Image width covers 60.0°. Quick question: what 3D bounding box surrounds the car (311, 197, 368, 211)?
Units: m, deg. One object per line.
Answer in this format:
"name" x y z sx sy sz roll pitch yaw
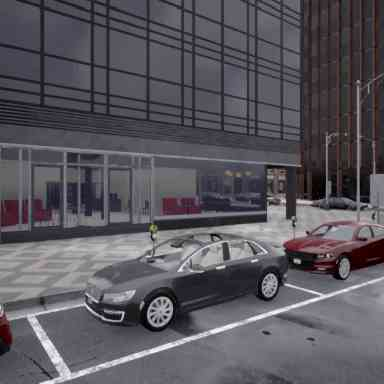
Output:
"car" 14.916 1.203 33.781 2.033 1.411 5.357 0 1 -41

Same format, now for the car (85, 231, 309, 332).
"car" 0.106 1.551 6.729 4.403 1.369 2.008 0 0 -36

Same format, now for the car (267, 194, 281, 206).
"car" 8.985 0.961 42.144 1.837 1.490 4.892 0 1 -36

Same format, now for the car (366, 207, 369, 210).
"car" 8.988 1.441 13.072 4.097 1.590 1.967 0 0 -36

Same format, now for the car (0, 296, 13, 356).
"car" -4.335 1.440 3.558 4.097 1.590 1.967 0 0 -36

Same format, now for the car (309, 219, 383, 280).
"car" 4.547 1.545 9.901 4.507 1.381 1.887 0 0 -36
